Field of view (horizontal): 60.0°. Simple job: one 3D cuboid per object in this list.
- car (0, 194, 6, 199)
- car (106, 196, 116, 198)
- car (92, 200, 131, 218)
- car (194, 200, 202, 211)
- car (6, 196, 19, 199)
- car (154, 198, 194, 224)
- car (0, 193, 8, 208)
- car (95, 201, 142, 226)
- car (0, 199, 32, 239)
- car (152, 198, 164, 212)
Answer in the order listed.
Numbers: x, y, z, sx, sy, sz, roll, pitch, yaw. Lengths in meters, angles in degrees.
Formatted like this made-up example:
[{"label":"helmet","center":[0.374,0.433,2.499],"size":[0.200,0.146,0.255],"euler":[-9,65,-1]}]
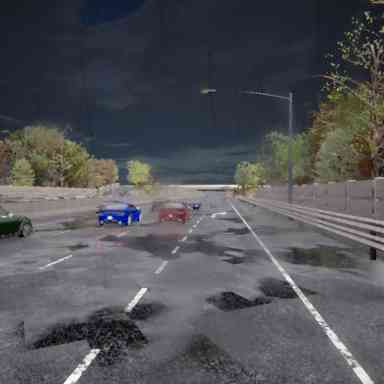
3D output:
[{"label":"car","center":[-21.736,1.223,33.358],"size":[2.150,2.045,5.566],"euler":[0,0,5]},{"label":"car","center":[-18.016,1.581,73.651],"size":[1.812,1.442,4.674],"euler":[0,0,5]},{"label":"car","center":[-7.606,1.549,31.943],"size":[2.033,1.411,5.357],"euler":[0,0,5]},{"label":"car","center":[0.174,1.605,40.310],"size":[1.895,1.301,4.718],"euler":[0,0,5]},{"label":"car","center":[-24.311,1.358,43.805],"size":[2.097,1.767,4.553],"euler":[0,0,6]},{"label":"car","center":[-1.209,1.478,24.899],"size":[1.882,1.535,5.008],"euler":[0,0,5]},{"label":"car","center":[-27.712,1.228,45.030],"size":[2.150,2.045,5.566],"euler":[0,0,5]},{"label":"car","center":[-4.877,1.477,23.193],"size":[1.882,1.535,5.008],"euler":[0,0,5]},{"label":"car","center":[-9.150,1.350,14.764],"size":[2.097,1.767,4.553],"euler":[0,0,5]},{"label":"car","center":[-3.459,1.508,39.038],"size":[1.837,1.490,4.892],"euler":[0,0,5]}]
